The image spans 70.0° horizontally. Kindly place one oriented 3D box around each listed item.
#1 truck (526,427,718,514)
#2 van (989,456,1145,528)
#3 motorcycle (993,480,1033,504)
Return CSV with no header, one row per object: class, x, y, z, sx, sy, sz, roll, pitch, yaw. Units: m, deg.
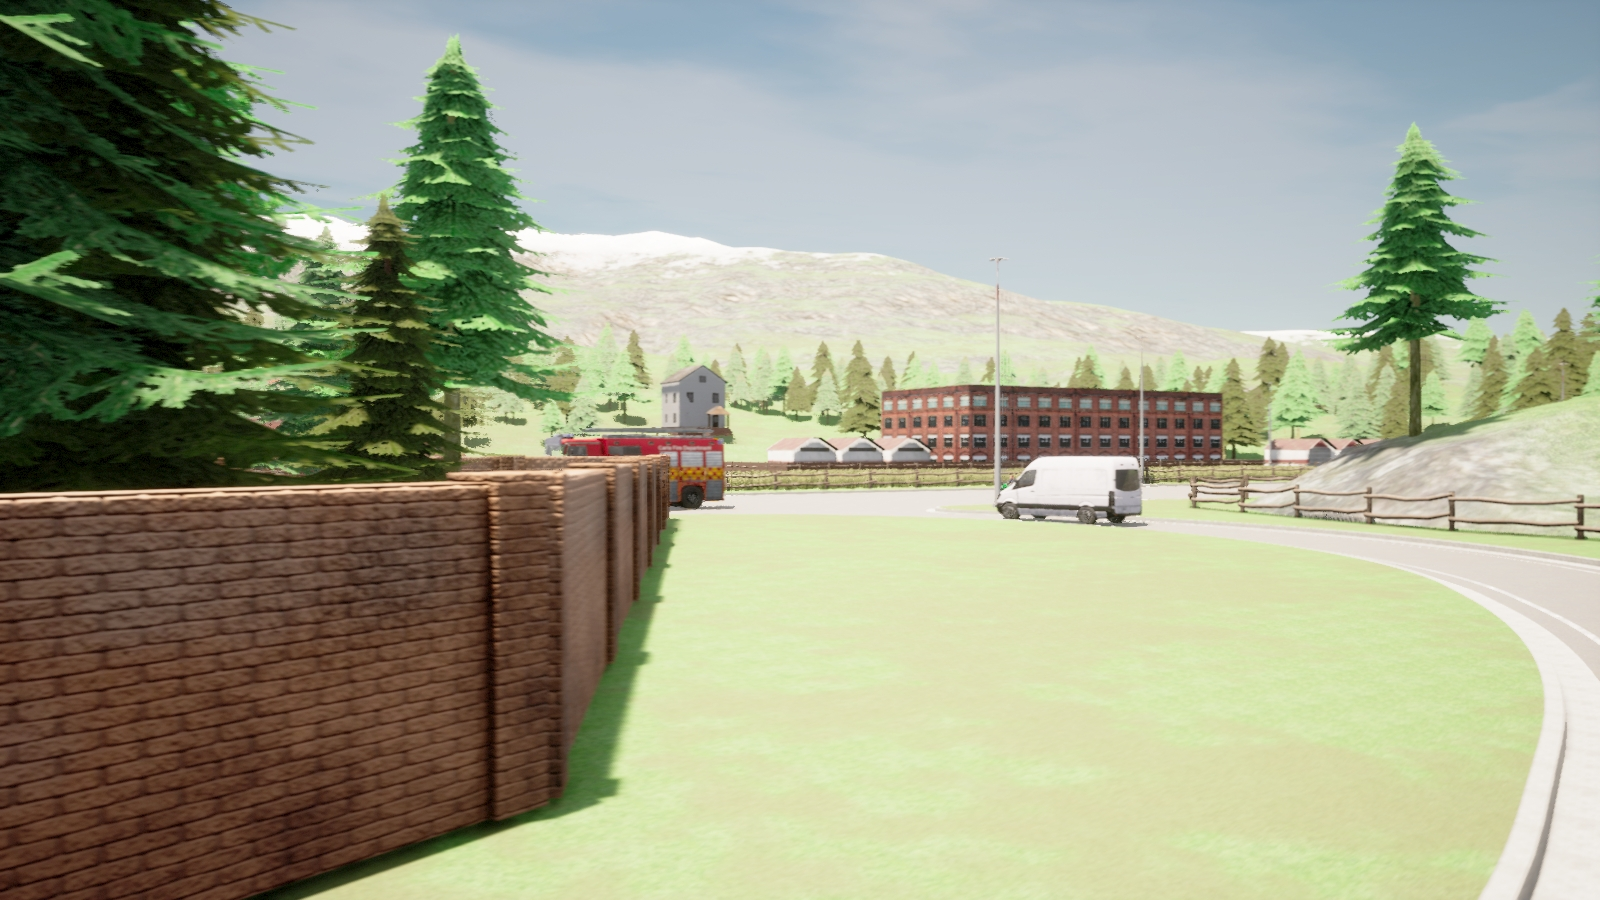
truck,-8.310,0.912,53.779,8.468,3.827,2.891,0,0,-29
van,10.287,1.548,44.441,1.988,2.561,5.915,1,0,-39
motorcycle,11.280,2.205,60.501,2.033,1.199,0.803,0,0,-29
